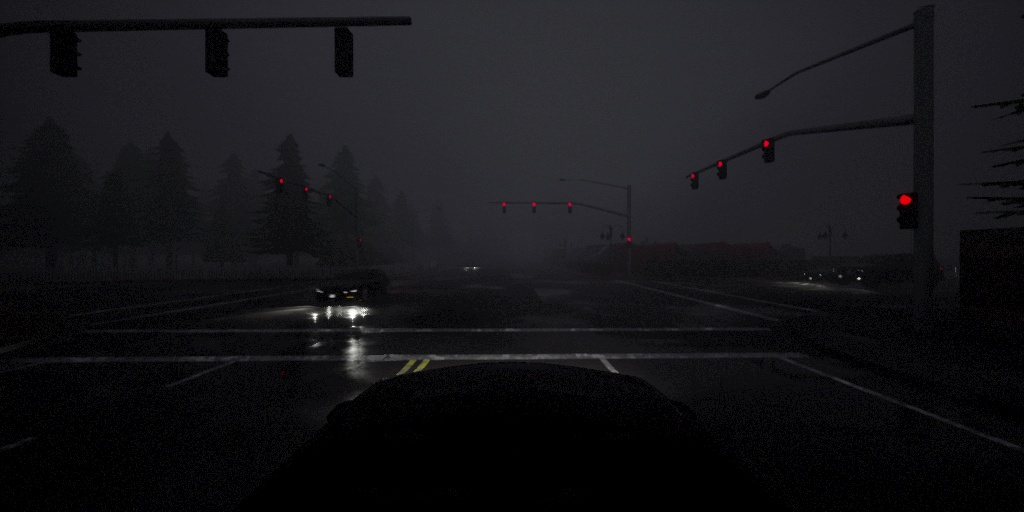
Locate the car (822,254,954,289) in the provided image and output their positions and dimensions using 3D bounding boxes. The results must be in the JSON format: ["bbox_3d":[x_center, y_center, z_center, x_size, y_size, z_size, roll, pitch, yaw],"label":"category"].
[{"bbox_3d":[22.931,0.892,22.041,5.566,2.045,2.150,0,0,0],"label":"car"}]

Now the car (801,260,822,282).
[{"bbox_3d":[23.915,1.215,25.549,5.357,1.411,2.033,0,0,0],"label":"car"}]

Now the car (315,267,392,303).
[{"bbox_3d":[-6.999,1.297,16.371,1.837,1.490,4.892,0,0,0],"label":"car"}]

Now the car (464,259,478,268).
[{"bbox_3d":[-7.001,1.251,61.585,1.837,1.490,4.892,0,2,0],"label":"car"}]
